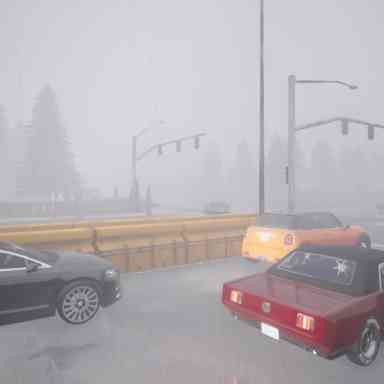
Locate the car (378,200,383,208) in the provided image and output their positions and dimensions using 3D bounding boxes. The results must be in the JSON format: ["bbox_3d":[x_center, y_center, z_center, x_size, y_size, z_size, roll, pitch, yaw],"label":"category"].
[{"bbox_3d":[26.667,1.547,44.579,5.357,1.411,2.033,0,0,-36],"label":"car"}]

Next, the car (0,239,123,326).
[{"bbox_3d":[-3.597,1.492,5.472,4.902,1.511,2.128,0,0,-36],"label":"car"}]

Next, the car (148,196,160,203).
[{"bbox_3d":[-8.038,1.514,70.183,2.033,1.411,5.357,0,0,-2],"label":"car"}]

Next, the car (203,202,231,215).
[{"bbox_3d":[2.321,1.547,28.931,2.033,1.411,5.357,0,0,13],"label":"car"}]

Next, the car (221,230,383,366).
[{"bbox_3d":[2.868,1.601,5.800,4.718,1.301,1.895,0,0,-36],"label":"car"}]

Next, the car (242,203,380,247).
[{"bbox_3d":[3.815,1.352,10.781,4.553,1.767,2.097,0,0,-36],"label":"car"}]

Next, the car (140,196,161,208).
[{"bbox_3d":[-6.197,1.477,46.544,1.882,1.535,5.008,0,0,-36],"label":"car"}]
